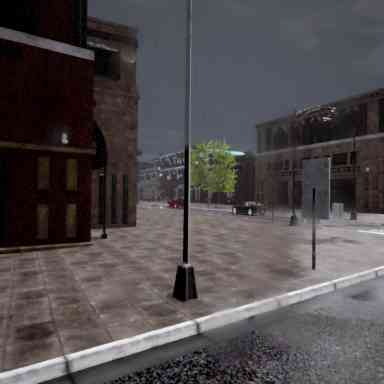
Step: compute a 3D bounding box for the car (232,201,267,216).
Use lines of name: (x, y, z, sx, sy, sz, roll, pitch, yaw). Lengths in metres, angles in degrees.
car: (5.761, 1.628, 33.759, 2.008, 1.369, 4.403, 1, -1, -27)

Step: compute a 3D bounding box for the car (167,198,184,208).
car: (-2.191, 1.627, 49.300, 1.887, 1.381, 4.507, 1, -1, -27)

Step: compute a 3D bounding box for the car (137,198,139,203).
car: (-12.226, 1.671, 68.994, 1.802, 1.307, 4.206, 1, -1, -27)
